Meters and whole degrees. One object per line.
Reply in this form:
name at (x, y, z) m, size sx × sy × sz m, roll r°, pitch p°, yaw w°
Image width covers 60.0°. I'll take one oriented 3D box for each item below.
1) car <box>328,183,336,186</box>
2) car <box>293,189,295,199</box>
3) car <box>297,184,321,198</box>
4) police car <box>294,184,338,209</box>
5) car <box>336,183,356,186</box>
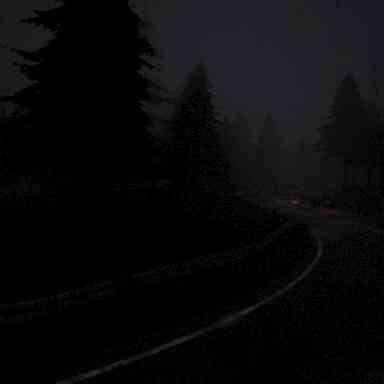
car at (24.718, -0.749, 58.571) m, size 5.008 × 1.535 × 1.882 m, roll -2°, pitch 2°, yaw -41°
car at (12.593, 0.116, 37.741) m, size 1.812 × 1.442 × 4.674 m, roll 2°, pitch 3°, yaw 20°
car at (15.093, -0.190, 42.857) m, size 1.801 × 1.575 × 5.366 m, roll 1°, pitch 3°, yaw 32°
police car at (10.868, 0.472, 28.863) m, size 1.930 × 1.638 × 5.238 m, roll 3°, pitch 3°, yaw 2°
car at (27.082, -0.721, 56.353) m, size 4.902 × 1.511 × 2.128 m, roll -2°, pitch 2°, yaw -41°
